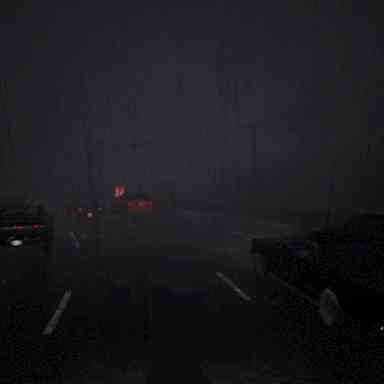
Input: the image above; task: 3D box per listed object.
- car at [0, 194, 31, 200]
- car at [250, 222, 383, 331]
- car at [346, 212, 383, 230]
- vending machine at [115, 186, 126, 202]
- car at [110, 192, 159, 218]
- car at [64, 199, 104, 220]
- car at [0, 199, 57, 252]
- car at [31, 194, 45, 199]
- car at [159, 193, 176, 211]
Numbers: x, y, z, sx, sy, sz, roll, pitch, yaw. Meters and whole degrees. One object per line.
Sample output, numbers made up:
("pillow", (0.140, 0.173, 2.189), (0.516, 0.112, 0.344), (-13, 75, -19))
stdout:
("car", (-15.910, 0.888, 29.184), (1.882, 1.535, 5.008), (-1, 1, -37))
("car", (2.787, 1.448, 6.701), (1.895, 1.301, 4.718), (0, 1, -10))
("car", (5.615, 1.302, 9.711), (1.812, 1.442, 4.674), (0, 1, -13))
("vending machine", (-9.588, 0.264, 44.543), (1.100, 2.100, 0.880), (-1, 2, -42))
("car", (-4.516, 0.836, 24.525), (2.097, 1.767, 4.553), (-1, 1, -29))
("car", (-7.615, 1.122, 23.098), (1.895, 1.301, 4.718), (-1, 1, -30))
("car", (-6.089, 1.243, 12.130), (2.128, 1.511, 4.902), (0, 1, -21))
("car", (-18.360, 0.837, 37.629), (1.895, 1.301, 4.718), (-1, 2, -41))
("car", (-3.189, 0.874, 29.134), (2.128, 1.511, 4.902), (-1, 1, -32))
